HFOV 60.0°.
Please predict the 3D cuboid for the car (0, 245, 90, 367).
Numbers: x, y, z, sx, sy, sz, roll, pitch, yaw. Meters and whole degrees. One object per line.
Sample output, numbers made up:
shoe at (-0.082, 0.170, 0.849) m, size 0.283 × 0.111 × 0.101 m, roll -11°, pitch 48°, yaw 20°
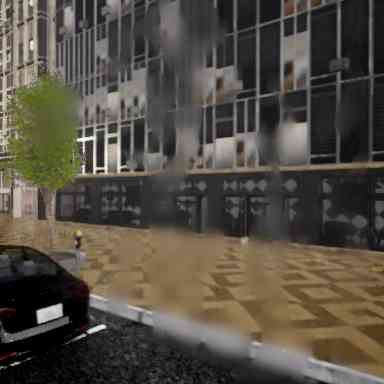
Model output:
car at (-3.451, 1.528, 5.340) m, size 4.313 × 1.339 × 1.947 m, roll 0°, pitch 0°, yaw 36°
